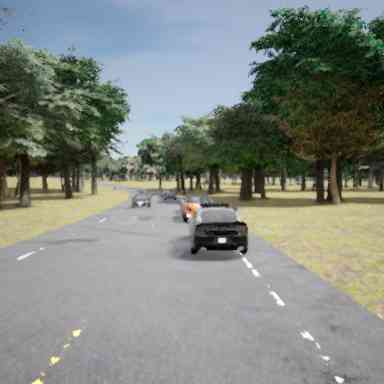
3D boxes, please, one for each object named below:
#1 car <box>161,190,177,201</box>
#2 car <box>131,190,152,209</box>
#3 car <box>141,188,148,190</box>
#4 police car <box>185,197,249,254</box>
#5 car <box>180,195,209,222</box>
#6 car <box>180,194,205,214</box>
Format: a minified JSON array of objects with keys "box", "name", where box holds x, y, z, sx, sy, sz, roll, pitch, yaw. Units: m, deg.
[{"box":[-3.347,0.566,51.443,2.033,1.411,5.357,0,1,-7],"name":"car"},{"box":[-5.127,0.875,34.138,2.128,1.511,4.902,0,1,-5],"name":"car"},{"box":[-10.678,-0.117,75.175,2.128,1.511,4.902,-1,1,-10],"name":"car"},{"box":[0.835,1.202,12.622,1.930,1.638,5.238,0,1,-2],"name":"police car"},{"box":[0.384,0.944,22.539,2.097,1.767,4.553,0,1,-3],"name":"car"},{"box":[-0.005,1.001,28.600,1.812,1.442,4.674,0,1,-4],"name":"car"}]
